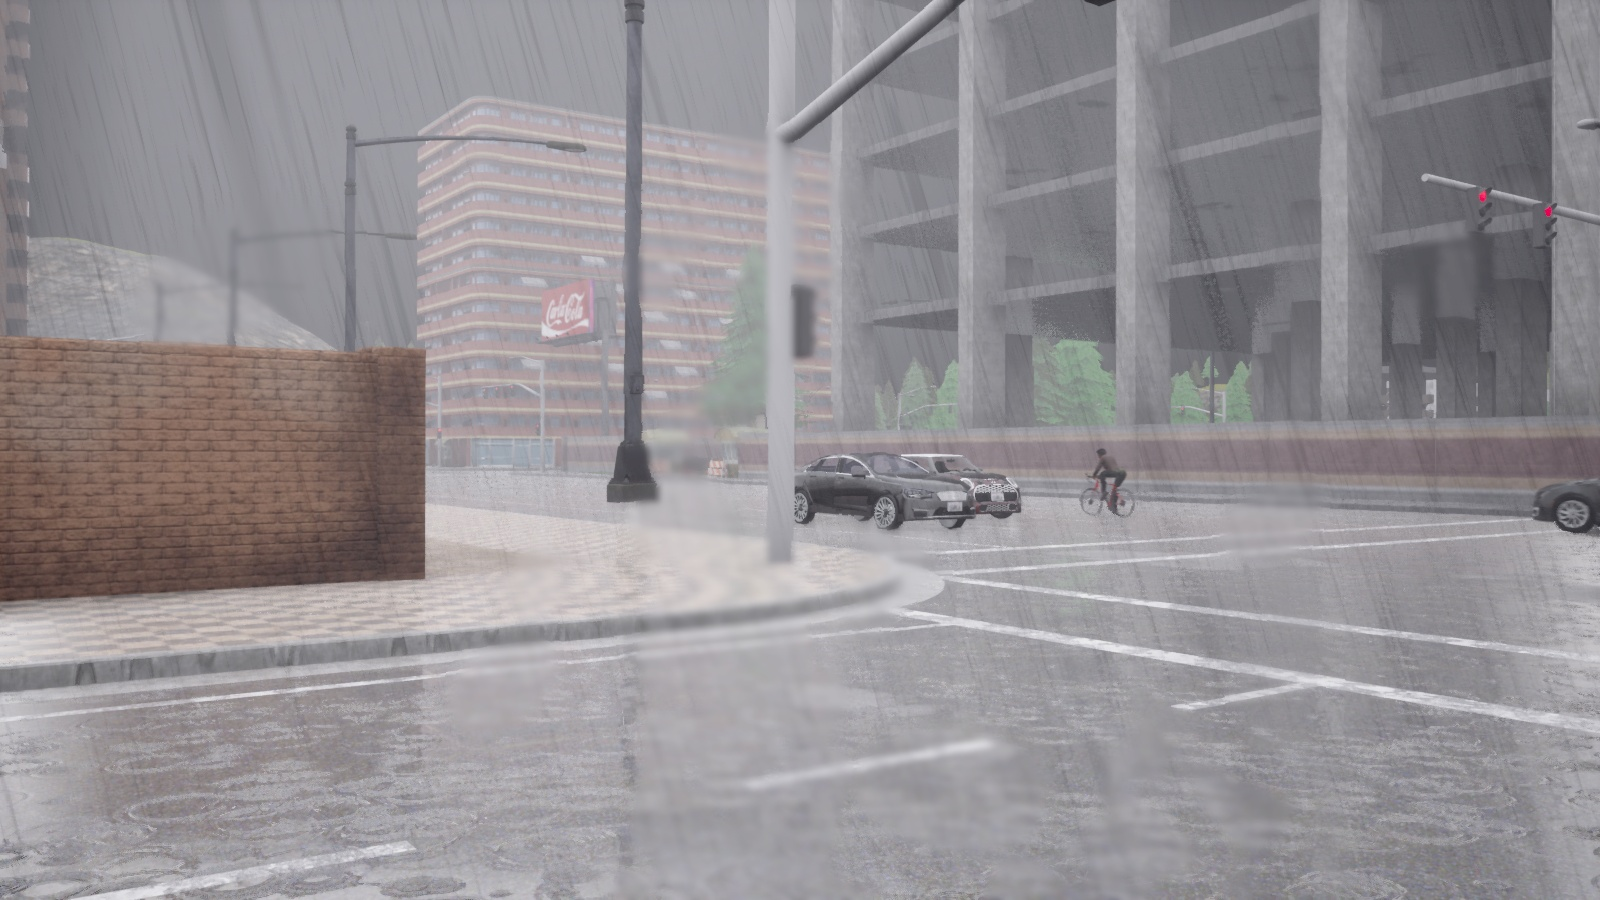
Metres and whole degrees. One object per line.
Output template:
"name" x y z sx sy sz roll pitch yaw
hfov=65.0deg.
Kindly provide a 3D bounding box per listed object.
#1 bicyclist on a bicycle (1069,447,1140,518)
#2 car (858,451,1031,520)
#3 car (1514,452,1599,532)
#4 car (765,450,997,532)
"bicyclist on a bicycle" 7.197 0.755 29.699 0.582 1.620 1.656 0 0 -35
"car" 3.293 0.775 29.197 1.970 1.475 3.806 0 0 -34
"car" 16.119 0.772 23.066 1.837 1.490 4.892 0 0 -36
"car" 1.523 0.760 25.587 2.128 1.511 4.902 0 0 -34
